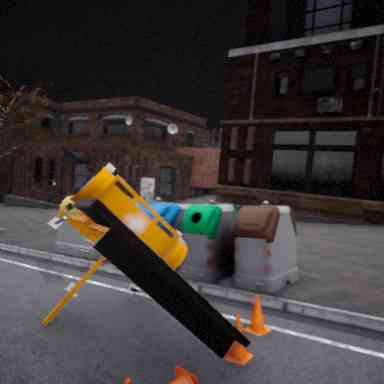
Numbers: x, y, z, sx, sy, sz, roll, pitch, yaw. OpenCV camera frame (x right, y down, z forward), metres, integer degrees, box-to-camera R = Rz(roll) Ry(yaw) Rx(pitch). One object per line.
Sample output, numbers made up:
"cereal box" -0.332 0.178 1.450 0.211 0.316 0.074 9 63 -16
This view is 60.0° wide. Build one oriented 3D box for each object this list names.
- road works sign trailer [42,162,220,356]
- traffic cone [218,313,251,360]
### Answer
"road works sign trailer" -1.029 1.145 4.885 2.380 2.880 3.560 47 -20 -17
"traffic cone" 0.623 1.970 4.556 0.340 0.580 0.340 2 0 32
